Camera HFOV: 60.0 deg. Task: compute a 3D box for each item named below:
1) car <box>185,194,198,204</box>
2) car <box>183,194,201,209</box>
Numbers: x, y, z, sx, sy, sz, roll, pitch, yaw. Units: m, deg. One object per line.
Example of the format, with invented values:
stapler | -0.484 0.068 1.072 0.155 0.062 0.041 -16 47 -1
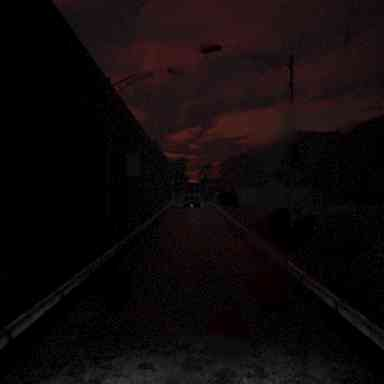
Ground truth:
car | -0.011 0.964 47.930 1.812 1.442 4.674 0 0 0
car | -0.015 1.124 37.047 1.895 1.301 4.718 0 1 0
